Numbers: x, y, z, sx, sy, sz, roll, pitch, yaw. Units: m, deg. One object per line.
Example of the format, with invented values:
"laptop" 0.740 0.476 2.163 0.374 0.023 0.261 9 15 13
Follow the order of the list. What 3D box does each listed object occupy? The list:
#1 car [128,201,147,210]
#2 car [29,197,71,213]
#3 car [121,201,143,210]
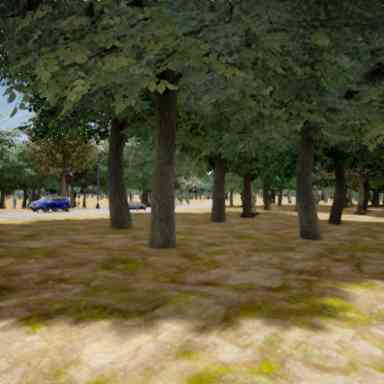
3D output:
"car" -9.500 2.459 57.712 1.994 1.385 4.181 1 -1 20
"car" -18.463 1.621 43.614 2.150 2.045 5.566 1 -1 23
"car" -11.164 2.461 61.984 1.837 1.490 4.892 1 -2 20
